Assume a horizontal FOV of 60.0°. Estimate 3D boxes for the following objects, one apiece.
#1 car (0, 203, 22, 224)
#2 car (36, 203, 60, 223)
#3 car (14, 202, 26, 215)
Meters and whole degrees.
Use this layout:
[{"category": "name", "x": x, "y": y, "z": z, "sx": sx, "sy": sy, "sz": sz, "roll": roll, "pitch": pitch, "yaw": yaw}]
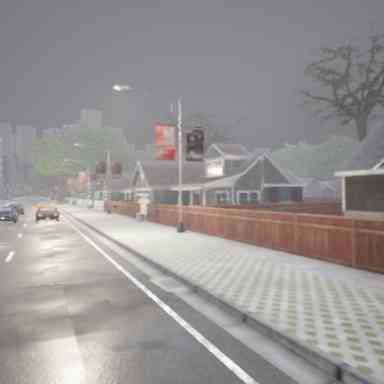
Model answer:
[{"category": "car", "x": -15.920, "y": 1.923, "z": 28.505, "sx": 1.812, "sy": 1.442, "sz": 4.674, "roll": -1, "pitch": 0, "yaw": -25}, {"category": "car", "x": -12.907, "y": 1.966, "z": 29.713, "sx": 1.895, "sy": 1.301, "sz": 4.718, "roll": -1, "pitch": 0, "yaw": -24}, {"category": "car", "x": -21.550, "y": 2.050, "z": 40.760, "sx": 1.837, "sy": 1.490, "sz": 4.892, "roll": -1, "pitch": 0, "yaw": -24}]
